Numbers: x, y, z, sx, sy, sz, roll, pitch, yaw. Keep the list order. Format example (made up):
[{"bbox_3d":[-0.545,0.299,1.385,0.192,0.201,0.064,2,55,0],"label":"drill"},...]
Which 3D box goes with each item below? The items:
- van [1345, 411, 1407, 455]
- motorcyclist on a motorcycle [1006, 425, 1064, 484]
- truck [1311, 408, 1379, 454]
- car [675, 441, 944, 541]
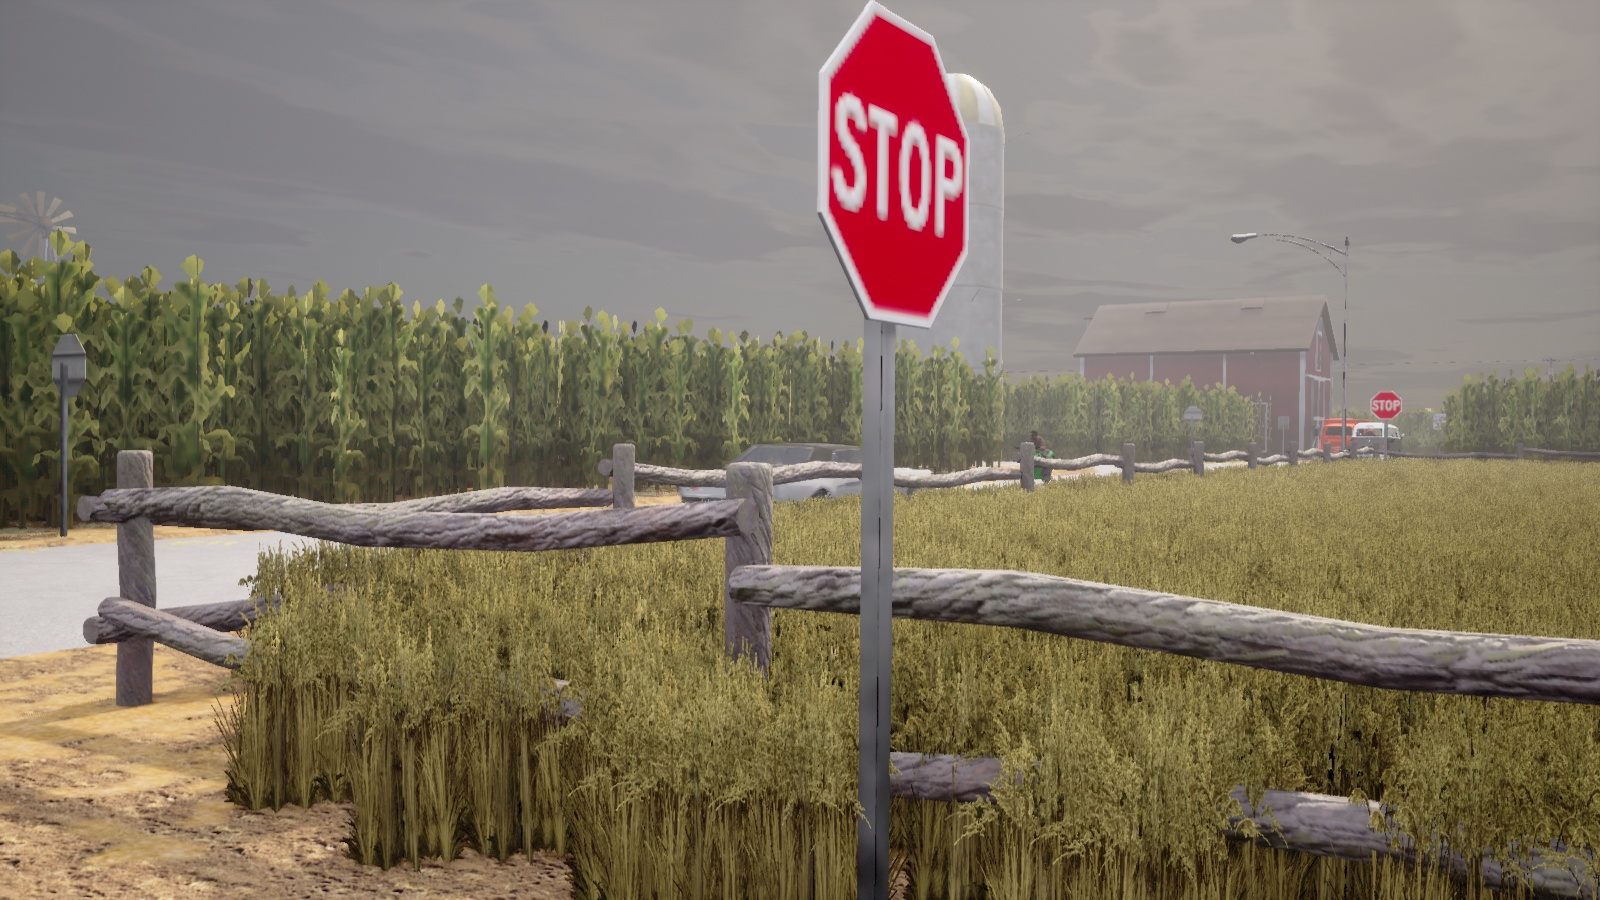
[{"bbox_3d":[28.136,-0.795,61.283,2.069,2.038,4.480,0,0,34],"label":"van"},{"bbox_3d":[6.431,0.102,34.294,0.797,1.523,2.044,0,1,34],"label":"motorcyclist on a motorcycle"},{"bbox_3d":[30.730,-1.067,70.767,2.627,2.467,5.204,0,1,34],"label":"truck"},{"bbox_3d":[0.304,0.541,19.509,1.895,1.301,4.718,0,1,34],"label":"car"}]
